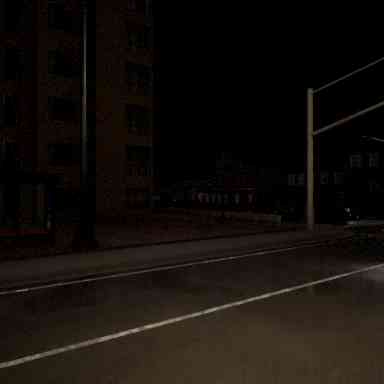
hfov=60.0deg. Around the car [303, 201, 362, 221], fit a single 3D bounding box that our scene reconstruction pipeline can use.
[{"bbox_3d":[11.725,1.549,28.052,2.097,1.767,4.553,0,-5,-36],"label":"car"}]
